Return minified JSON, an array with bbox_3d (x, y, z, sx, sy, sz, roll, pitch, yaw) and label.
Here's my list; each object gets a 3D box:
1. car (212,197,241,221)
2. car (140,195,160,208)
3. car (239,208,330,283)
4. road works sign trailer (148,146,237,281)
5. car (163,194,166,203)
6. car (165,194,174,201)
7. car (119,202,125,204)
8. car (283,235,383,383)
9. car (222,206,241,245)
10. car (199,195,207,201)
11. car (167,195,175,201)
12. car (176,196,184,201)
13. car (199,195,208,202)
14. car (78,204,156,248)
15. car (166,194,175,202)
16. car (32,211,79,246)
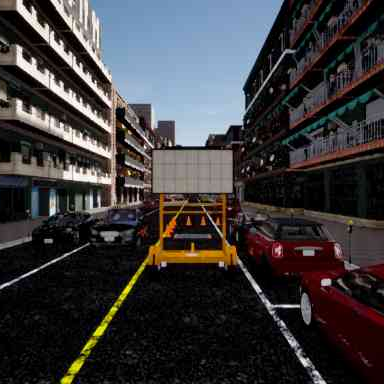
[{"bbox_3d":[2.751,1.311,26.564,2.192,1.841,5.009,0,0,0],"label":"car"},{"bbox_3d":[-5.594,1.431,43.496,1.967,1.590,4.097,0,0,0],"label":"car"},{"bbox_3d":[2.712,1.440,9.655,1.967,1.590,4.097,0,0,0],"label":"car"},{"bbox_3d":[0.021,0.464,9.794,2.380,3.560,2.880,0,0,0],"label":"road works sign trailer"},{"bbox_3d":[-5.580,1.303,49.133,2.192,1.841,5.009,0,0,0],"label":"car"},{"bbox_3d":[-5.506,1.412,82.950,1.967,1.590,4.097,0,0,0],"label":"car"},{"bbox_3d":[-5.632,1.522,26.416,1.752,1.417,4.829,0,0,0],"label":"car"},{"bbox_3d":[2.700,1.545,4.019,1.887,1.381,4.507,0,0,0],"label":"car"},{"bbox_3d":[2.725,1.550,15.291,2.008,1.369,4.403,0,0,0],"label":"car"},{"bbox_3d":[2.886,1.513,88.564,1.887,1.381,4.507,0,0,0],"label":"car"},{"bbox_3d":[-5.494,1.513,88.587,1.887,1.381,4.507,0,0,0],"label":"car"},{"bbox_3d":[-2.822,1.574,80.945,1.895,1.301,4.718,0,0,0],"label":"car"},{"bbox_3d":[2.862,1.500,77.462,1.752,1.417,4.829,0,0,0],"label":"car"},{"bbox_3d":[-3.069,1.490,14.813,2.128,1.511,4.902,0,0,0],"label":"car"},{"bbox_3d":[-5.518,1.290,77.314,2.192,1.841,5.009,0,0,0],"label":"car"},{"bbox_3d":[-5.657,1.565,15.313,1.947,1.339,4.313,0,0,0],"label":"car"}]
